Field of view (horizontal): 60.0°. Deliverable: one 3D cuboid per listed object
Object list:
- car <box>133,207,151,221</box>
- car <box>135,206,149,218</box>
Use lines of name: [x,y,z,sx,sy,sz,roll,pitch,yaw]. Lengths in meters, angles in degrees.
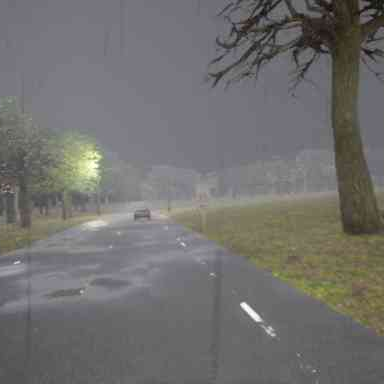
car: [-5.836,2.523,39.117,2.128,1.511,4.902,-3,-1,-9]
car: [-7.610,2.941,50.316,1.882,1.535,5.008,-3,-2,-9]
